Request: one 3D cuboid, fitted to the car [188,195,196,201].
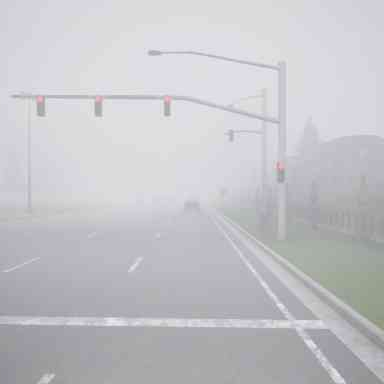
[{"bbox_3d":[0.019,1.356,78.530,1.812,1.442,4.674,0,0,0],"label":"car"}]

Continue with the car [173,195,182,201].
[{"bbox_3d":[-3.481,1.427,78.561,1.895,1.301,4.718,0,0,0],"label":"car"}]

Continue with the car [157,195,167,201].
[{"bbox_3d":[-6.981,1.385,78.532,1.994,1.385,4.181,0,0,0],"label":"car"}]

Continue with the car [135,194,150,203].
[{"bbox_3d":[-10.484,1.564,68.496,1.994,1.385,4.181,0,0,0],"label":"car"}]

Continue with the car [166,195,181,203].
[{"bbox_3d":[-3.484,1.491,68.111,2.128,1.511,4.902,0,0,0],"label":"car"}]

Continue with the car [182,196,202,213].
[{"bbox_3d":[0.009,1.504,37.497,1.837,1.490,4.892,0,0,0],"label":"car"}]

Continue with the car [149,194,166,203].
[{"bbox_3d":[-6.984,1.477,68.112,1.882,1.535,5.008,0,0,0],"label":"car"}]

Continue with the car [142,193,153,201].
[{"bbox_3d":[-10.481,1.187,78.503,2.097,1.767,4.553,0,0,0],"label":"car"}]
